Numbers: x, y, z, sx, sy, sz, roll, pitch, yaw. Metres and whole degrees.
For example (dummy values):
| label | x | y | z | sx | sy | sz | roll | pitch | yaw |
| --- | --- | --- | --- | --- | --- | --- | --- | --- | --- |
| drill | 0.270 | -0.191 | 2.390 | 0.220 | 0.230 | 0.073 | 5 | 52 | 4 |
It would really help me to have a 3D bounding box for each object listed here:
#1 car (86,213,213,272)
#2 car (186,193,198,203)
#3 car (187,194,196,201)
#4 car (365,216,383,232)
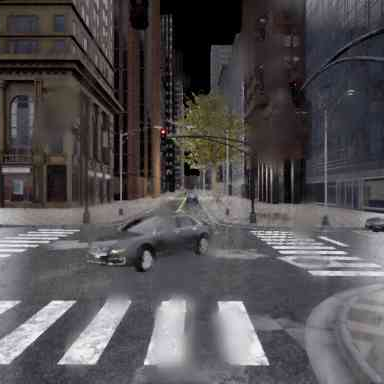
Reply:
| label | x | y | z | sx | sy | sz | roll | pitch | yaw |
| --- | --- | --- | --- | --- | --- | --- | --- | --- | --- |
| car | -1.155 | 1.499 | 11.016 | 1.837 | 1.490 | 4.892 | -3 | -2 | 36 |
| car | 0.014 | 1.044 | 60.770 | 2.097 | 1.767 | 4.553 | 0 | 1 | 0 |
| car | -0.056 | 1.109 | 70.734 | 1.812 | 1.442 | 4.674 | 0 | 1 | 0 |
| car | 11.907 | 1.631 | 18.350 | 4.403 | 1.369 | 2.008 | 0 | 0 | 0 |
